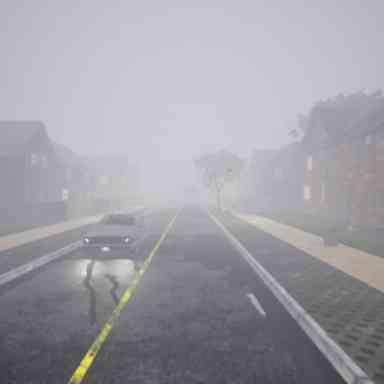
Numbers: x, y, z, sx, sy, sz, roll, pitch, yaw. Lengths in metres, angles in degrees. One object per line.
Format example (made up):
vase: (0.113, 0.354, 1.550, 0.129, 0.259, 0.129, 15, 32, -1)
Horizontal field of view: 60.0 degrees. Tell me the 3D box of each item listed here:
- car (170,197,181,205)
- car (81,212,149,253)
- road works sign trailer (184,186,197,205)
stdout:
car: (-3.101, 1.680, 62.767, 2.128, 1.511, 4.902, 0, 0, 0)
car: (-2.915, 1.543, 13.873, 2.033, 1.411, 5.357, 0, 0, 0)
road works sign trailer: (-0.334, 0.617, 61.623, 2.380, 3.560, 2.880, -1, 0, 0)
